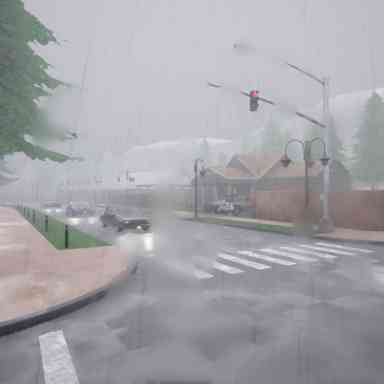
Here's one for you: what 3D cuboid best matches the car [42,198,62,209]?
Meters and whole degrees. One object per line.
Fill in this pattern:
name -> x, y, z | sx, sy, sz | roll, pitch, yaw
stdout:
car -> -19.088, 1.551, 45.201 | 1.994, 1.385, 4.181 | 0, 0, -34

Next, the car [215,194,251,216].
car -> 4.771, 1.160, 30.624 | 4.605, 1.855, 1.932 | 0, 0, -31

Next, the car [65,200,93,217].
car -> -10.511, 1.512, 31.078 | 1.812, 1.442, 4.674 | 0, 0, -30

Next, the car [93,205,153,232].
car -> -4.211, 1.533, 20.362 | 2.033, 1.411, 5.357 | 0, 0, -30

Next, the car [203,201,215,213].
car -> 3.160, 1.161, 32.593 | 3.866, 1.878, 1.905 | 0, 0, -31
